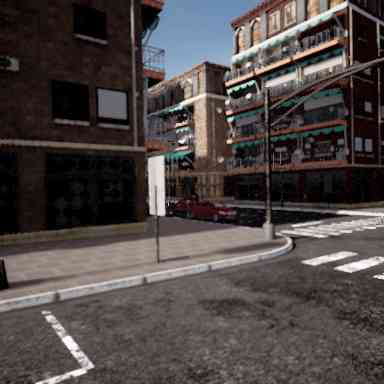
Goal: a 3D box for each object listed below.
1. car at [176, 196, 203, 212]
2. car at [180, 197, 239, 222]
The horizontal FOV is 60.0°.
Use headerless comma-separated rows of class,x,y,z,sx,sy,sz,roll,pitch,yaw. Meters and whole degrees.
car,0.417,1.047,28.168,1.812,1.442,4.674,-2,2,-36
car,1.297,1.213,22.326,1.802,1.307,4.206,-1,1,-36
